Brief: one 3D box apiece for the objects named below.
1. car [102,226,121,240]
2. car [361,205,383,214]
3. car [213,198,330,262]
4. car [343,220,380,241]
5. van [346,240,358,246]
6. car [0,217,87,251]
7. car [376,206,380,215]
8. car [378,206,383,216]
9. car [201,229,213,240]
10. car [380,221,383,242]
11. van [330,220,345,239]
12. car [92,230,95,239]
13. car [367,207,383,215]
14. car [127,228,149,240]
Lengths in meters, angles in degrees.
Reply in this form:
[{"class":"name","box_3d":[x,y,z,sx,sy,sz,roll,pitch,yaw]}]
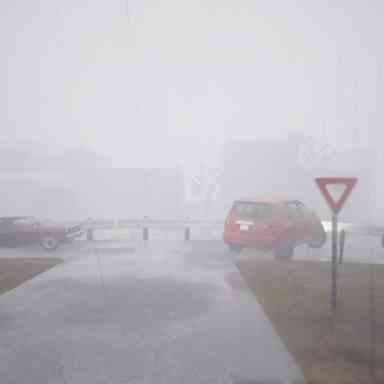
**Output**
[{"class":"car","box_3d":[-9.259,4.494,38.024,1.946,1.575,5.366,0,0,-18]},{"class":"car","box_3d":[41.422,3.944,76.187,4.553,1.767,2.185,-1,1,-17]},{"class":"car","box_3d":[3.372,1.260,13.088,2.150,2.045,5.566,3,2,38]},{"class":"car","box_3d":[17.441,4.246,37.089,2.435,2.045,5.566,0,0,-18]},{"class":"van","box_3d":[10.717,4.460,20.234,1.878,1.987,4.442,0,1,-18]},{"class":"car","box_3d":[-7.014,1.681,13.823,4.718,1.301,1.895,-2,1,2]},{"class":"car","box_3d":[41.025,4.008,70.183,4.553,1.767,2.185,-1,0,-17]},{"class":"car","box_3d":[40.903,4.164,67.183,5.008,1.535,2.097,-1,1,-17]},{"class":"car","box_3d":[2.630,4.373,37.553,2.185,1.767,4.553,0,0,-18]},{"class":"car","box_3d":[20.400,4.246,37.006,2.435,2.045,5.566,0,0,-18]},{"class":"van","box_3d":[14.429,4.272,37.305,1.878,1.987,4.442,0,0,-18]},{"class":"car","box_3d":[-12.147,4.496,37.934,2.097,1.535,5.008,0,0,-19]},{"class":"car","box_3d":[41.223,4.142,73.186,4.674,1.452,2.002,-1,0,-17]},{"class":"car","box_3d":[-6.220,4.527,37.746,2.163,1.488,4.792,0,0,-18]}]
